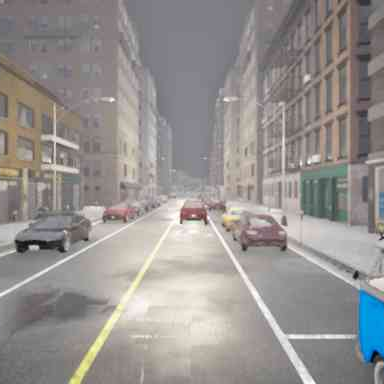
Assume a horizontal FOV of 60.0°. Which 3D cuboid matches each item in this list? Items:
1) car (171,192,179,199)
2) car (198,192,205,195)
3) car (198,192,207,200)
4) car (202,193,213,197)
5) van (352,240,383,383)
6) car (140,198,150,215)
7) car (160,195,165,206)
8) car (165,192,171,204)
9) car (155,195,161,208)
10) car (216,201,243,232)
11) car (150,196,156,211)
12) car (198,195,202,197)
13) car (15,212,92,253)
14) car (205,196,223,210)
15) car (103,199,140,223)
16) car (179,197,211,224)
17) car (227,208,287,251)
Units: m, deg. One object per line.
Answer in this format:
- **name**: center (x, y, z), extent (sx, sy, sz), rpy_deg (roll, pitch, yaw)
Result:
- **car**: center (-5.392, 1.007, 91.542), extent (2.192, 1.841, 5.009), rpy_deg (0, 0, 0)
- **car**: center (2.654, 1.119, 58.981), extent (2.192, 1.841, 5.009), rpy_deg (0, 0, 0)
- **car**: center (2.726, 1.026, 86.036), extent (2.192, 1.841, 5.009), rpy_deg (0, 0, 0)
- **car**: center (2.649, 1.302, 41.935), extent (1.967, 1.590, 4.097), rpy_deg (0, 0, 0)
- **van**: center (2.637, 1.334, 2.158), extent (1.690, 1.788, 3.998), rpy_deg (0, 0, 0)
- **car**: center (-5.379, 1.451, 30.572), extent (2.008, 1.369, 4.403), rpy_deg (0, 0, 0)
- **car**: center (-5.374, 1.283, 47.618), extent (1.967, 1.590, 4.097), rpy_deg (0, 0, 0)
- **car**: center (-5.371, 1.244, 58.983), extent (1.967, 1.590, 4.097), rpy_deg (0, 0, 0)
- **car**: center (-5.376, 1.428, 41.937), extent (1.947, 1.339, 4.313), rpy_deg (0, 0, 0)
- **car**: center (2.643, 1.462, 19.375), extent (1.752, 1.417, 4.829), rpy_deg (0, 0, 0)
- **car**: center (-5.377, 1.426, 36.255), extent (1.887, 1.381, 4.507), rpy_deg (0, 0, 0)
- **car**: center (0.112, 1.462, 42.260), extent (1.895, 1.301, 4.718), rpy_deg (0, 0, 0)
- **car**: center (-5.384, 1.522, 13.525), extent (1.947, 1.339, 4.313), rpy_deg (0, 0, 0)
- **car**: center (2.648, 1.425, 36.252), extent (1.887, 1.381, 4.507), rpy_deg (0, 0, 0)
- **car**: center (-5.381, 1.464, 24.890), extent (1.887, 1.381, 4.507), rpy_deg (0, 0, 0)
- **car**: center (0.107, 1.398, 24.193), extent (1.882, 1.535, 5.008), rpy_deg (0, 0, 0)
- **car**: center (2.641, 1.538, 13.523), extent (1.802, 1.307, 4.206), rpy_deg (0, 0, 0)
